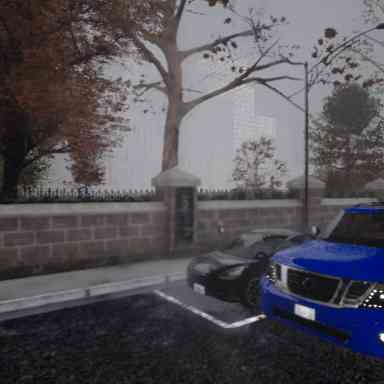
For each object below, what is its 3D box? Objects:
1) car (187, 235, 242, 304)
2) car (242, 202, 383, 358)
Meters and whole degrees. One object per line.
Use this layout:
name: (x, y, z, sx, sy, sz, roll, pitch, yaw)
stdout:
car: (1.924, 1.568, 7.928, 4.313, 1.339, 1.947, 0, 0, -35)
car: (3.707, 1.224, 6.010, 5.566, 2.045, 2.150, 0, 0, -36)
